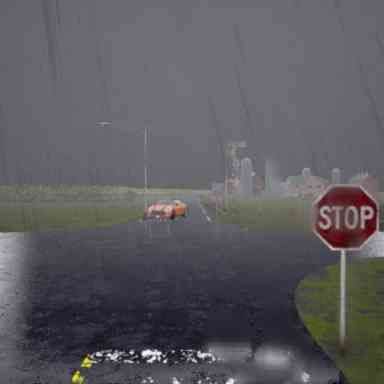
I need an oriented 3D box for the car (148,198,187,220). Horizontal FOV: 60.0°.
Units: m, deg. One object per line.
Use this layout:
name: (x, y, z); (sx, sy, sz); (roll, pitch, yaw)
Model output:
car: (-2.011, 1.342, 28.305); (2.097, 1.767, 4.553); (0, 0, 18)
